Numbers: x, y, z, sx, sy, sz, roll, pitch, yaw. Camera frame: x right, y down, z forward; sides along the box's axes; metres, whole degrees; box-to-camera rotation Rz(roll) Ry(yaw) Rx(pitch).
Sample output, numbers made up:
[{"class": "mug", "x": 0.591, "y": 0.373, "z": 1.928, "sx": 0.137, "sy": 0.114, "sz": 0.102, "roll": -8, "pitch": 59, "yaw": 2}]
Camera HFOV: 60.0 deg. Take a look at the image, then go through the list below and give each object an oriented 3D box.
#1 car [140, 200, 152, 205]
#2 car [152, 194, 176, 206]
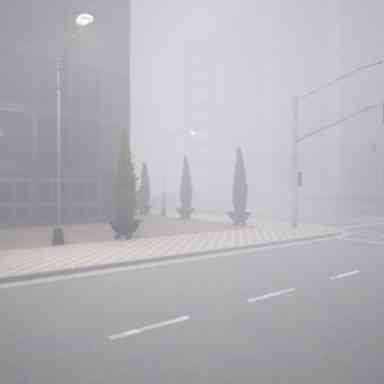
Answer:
[{"class": "car", "x": -8.156, "y": 1.630, "z": 49.520, "sx": 1.994, "sy": 1.385, "sz": 4.181, "roll": 0, "pitch": 0, "yaw": -36}, {"class": "car", "x": -4.892, "y": 1.290, "z": 57.146, "sx": 2.150, "sy": 2.045, "sz": 5.566, "roll": 0, "pitch": 0, "yaw": -35}]
